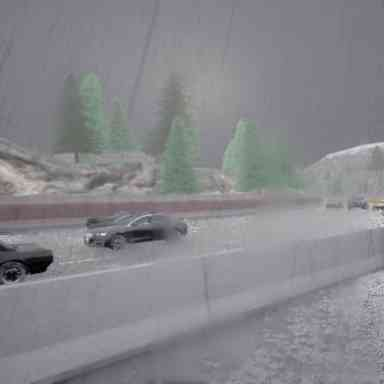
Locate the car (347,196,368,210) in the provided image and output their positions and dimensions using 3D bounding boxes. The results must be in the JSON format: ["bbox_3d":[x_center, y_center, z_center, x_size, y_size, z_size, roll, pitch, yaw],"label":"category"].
[{"bbox_3d":[24.542,1.611,49.183,2.150,2.045,5.566,-1,-1,35],"label":"car"}]

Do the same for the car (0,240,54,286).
[{"bbox_3d":[-6.124,1.775,8.280,4.718,1.301,1.895,0,-1,-35],"label":"car"}]

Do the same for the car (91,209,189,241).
[{"bbox_3d":[-2.891,1.832,19.418,5.357,1.411,2.033,0,-1,-39],"label":"car"}]

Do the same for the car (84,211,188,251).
[{"bbox_3d":[-2.430,1.719,15.369,4.902,1.511,2.128,0,-1,-38],"label":"car"}]

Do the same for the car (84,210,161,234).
[{"bbox_3d":[-4.633,1.942,22.522,4.718,1.301,1.895,0,-1,-39],"label":"car"}]

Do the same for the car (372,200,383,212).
[{"bbox_3d":[25.318,1.793,44.249,1.882,1.535,5.008,-1,-1,36],"label":"car"}]

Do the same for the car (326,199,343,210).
[{"bbox_3d":[22.616,1.927,52.647,1.882,1.535,5.008,-1,-1,34],"label":"car"}]
